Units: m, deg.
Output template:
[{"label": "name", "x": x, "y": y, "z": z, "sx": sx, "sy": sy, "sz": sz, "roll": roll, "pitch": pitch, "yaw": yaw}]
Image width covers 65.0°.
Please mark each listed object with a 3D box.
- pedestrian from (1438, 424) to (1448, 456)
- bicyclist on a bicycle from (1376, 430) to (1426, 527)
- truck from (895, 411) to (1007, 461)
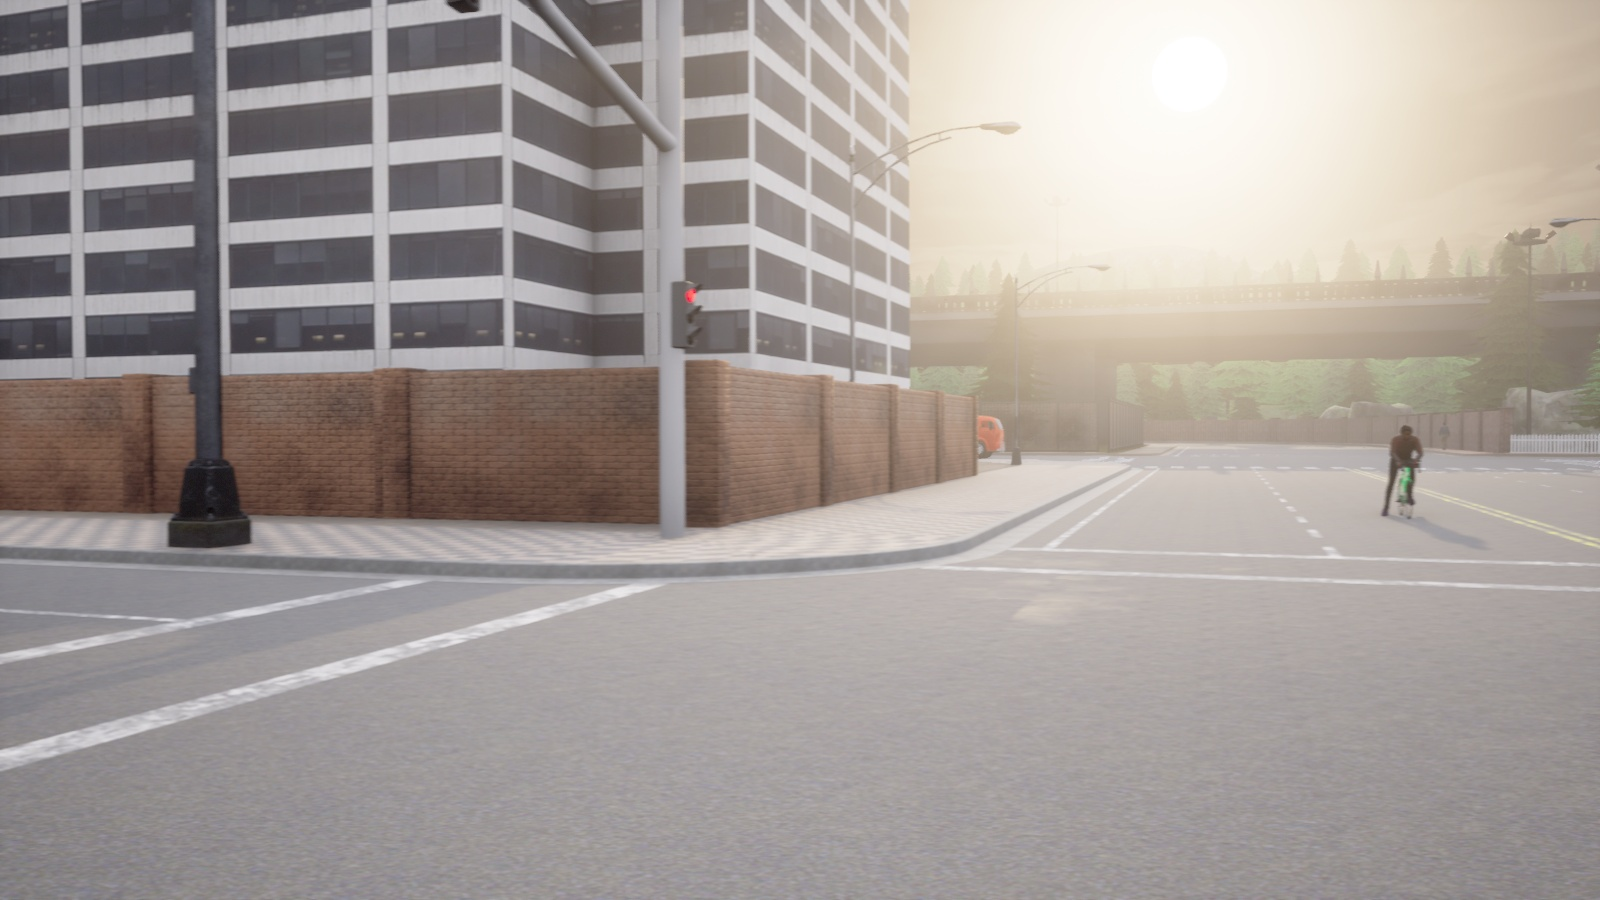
[{"label": "pedestrian", "x": 40.089, "y": -0.618, "z": 78.309, "sx": 0.423, "sy": 1.949, "sz": 0.788, "roll": 0, "pitch": 1, "yaw": 17}, {"label": "bicyclist on a bicycle", "x": 10.528, "y": 0.466, "z": 22.036, "sx": 0.582, "sy": 1.620, "sz": 1.656, "roll": 1, "pitch": 1, "yaw": 18}, {"label": "truck", "x": 7.663, "y": -0.707, "z": 63.782, "sx": 5.204, "sy": 2.467, "sz": 2.627, "roll": 0, "pitch": 1, "yaw": 19}]
